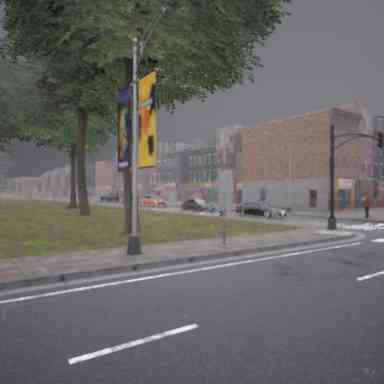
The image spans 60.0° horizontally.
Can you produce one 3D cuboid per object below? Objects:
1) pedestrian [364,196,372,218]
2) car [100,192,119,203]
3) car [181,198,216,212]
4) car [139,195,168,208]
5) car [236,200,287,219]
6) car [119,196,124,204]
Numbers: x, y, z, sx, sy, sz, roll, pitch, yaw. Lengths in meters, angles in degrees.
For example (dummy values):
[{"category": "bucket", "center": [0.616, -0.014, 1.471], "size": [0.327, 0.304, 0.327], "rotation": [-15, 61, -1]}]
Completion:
[{"category": "pedestrian", "center": [14.254, 1.213, 27.101], "size": [0.375, 1.860, 0.375], "rotation": [1, -1, -35]}, {"category": "car", "center": [-15.843, 0.969, 64.341], "size": [2.150, 2.045, 5.566], "rotation": [0, 0, -35]}, {"category": "car", "center": [0.599, 1.427, 36.170], "size": [1.812, 1.442, 4.674], "rotation": [0, 0, -36]}, {"category": "car", "center": [-5.108, 1.181, 44.203], "size": [2.097, 1.767, 4.553], "rotation": [0, 0, -35]}, {"category": "car", "center": [5.915, 1.477, 28.704], "size": [2.128, 1.511, 4.902], "rotation": [0, 0, -35]}, {"category": "car", "center": [-10.134, 1.302, 56.324], "size": [1.812, 1.442, 4.674], "rotation": [0, 0, -36]}]
